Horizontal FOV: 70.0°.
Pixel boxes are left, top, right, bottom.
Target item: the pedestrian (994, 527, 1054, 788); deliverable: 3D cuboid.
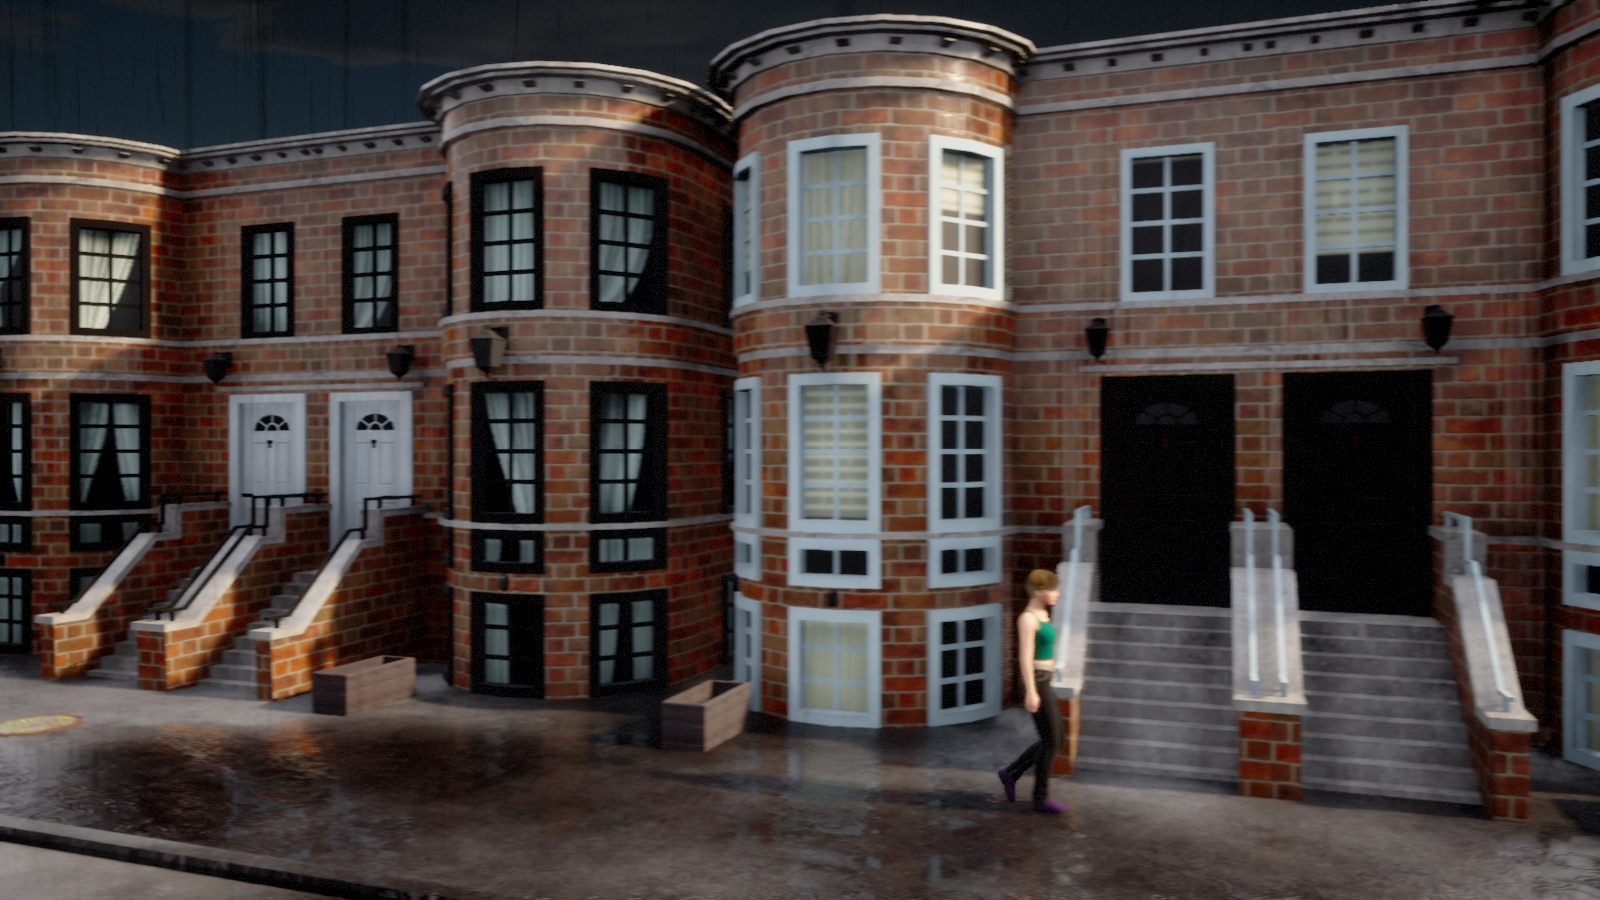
[{"bbox_3d":[1.674,1.524,8.542,0.375,1.860,0.375,0,0,22],"label":"pedestrian"}]
